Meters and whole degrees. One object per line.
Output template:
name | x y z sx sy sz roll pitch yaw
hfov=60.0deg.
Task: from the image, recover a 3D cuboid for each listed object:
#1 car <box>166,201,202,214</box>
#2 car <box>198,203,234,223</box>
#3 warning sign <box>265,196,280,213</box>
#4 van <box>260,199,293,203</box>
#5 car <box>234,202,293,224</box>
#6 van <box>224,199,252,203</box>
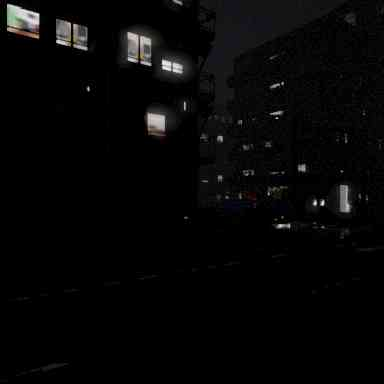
car | -1.047 1.928 42.167 2.128 1.511 4.902 0 -1 -36
car | 1.744 1.875 28.641 1.802 1.307 4.206 -1 0 -36
warning sign | 8.967 1.400 36.953 1.300 1.860 1.060 1 0 -36
van | 8.479 1.603 33.564 1.690 1.788 3.998 -1 0 -36
car | 5.843 1.802 27.391 1.994 1.385 4.181 0 -1 -36
van | 5.160 1.676 38.077 1.690 1.788 3.998 -1 0 -36
